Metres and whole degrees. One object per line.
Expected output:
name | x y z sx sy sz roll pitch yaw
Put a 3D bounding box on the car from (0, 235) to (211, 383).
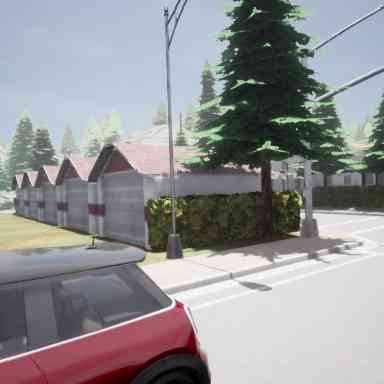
car | -2.108 1.355 2.491 4.553 1.767 2.097 -2 1 -36
